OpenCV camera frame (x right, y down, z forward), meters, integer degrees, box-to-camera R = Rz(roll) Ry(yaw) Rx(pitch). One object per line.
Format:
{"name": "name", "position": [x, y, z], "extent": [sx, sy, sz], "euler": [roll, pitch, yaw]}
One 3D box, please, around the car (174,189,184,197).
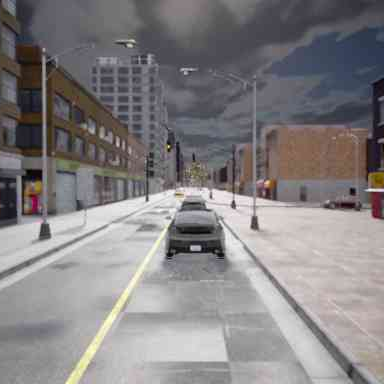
{"name": "car", "position": [-2.660, 0.178, 67.458], "extent": [1.882, 1.535, 5.008], "euler": [0, 1, 0]}

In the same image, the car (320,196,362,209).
{"name": "car", "position": [16.427, 1.119, 36.866], "extent": [4.097, 1.590, 1.967], "euler": [1, 0, 0]}

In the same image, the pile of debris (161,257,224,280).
{"name": "pile of debris", "position": [0.013, 2.004, 8.848], "extent": [1.500, 0.140, 1.860], "euler": [0, 1, 0]}

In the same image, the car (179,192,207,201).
{"name": "car", "position": [0.127, 1.015, 25.602], "extent": [1.837, 1.490, 4.892], "euler": [0, 1, 0]}

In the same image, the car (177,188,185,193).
{"name": "car", "position": [-2.635, -0.401, 82.860], "extent": [1.895, 1.301, 4.718], "euler": [0, 1, 0]}

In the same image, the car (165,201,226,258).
{"name": "car", "position": [0.107, 1.279, 11.750], "extent": [1.837, 1.490, 4.892], "euler": [0, 1, 0]}
